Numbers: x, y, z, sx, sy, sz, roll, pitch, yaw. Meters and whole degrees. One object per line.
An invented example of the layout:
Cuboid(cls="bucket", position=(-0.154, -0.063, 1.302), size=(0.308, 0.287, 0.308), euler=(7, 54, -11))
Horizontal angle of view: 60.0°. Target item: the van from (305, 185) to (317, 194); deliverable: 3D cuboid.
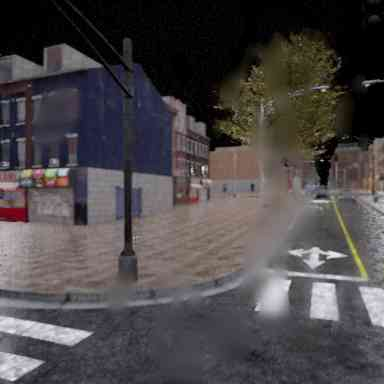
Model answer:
Cuboid(cls="van", position=(24.618, -0.535, 69.522), size=(1.690, 1.788, 3.998), euler=(1, 2, 22))

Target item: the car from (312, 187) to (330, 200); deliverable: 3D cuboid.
Cuboid(cls="car", position=(18.283, 0.373, 46.591), size=(1.895, 1.301, 4.718), euler=(0, 3, 22))

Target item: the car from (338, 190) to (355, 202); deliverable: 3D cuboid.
Cuboid(cls="car", position=(19.375, 0.502, 41.786), size=(2.033, 1.411, 5.357), euler=(0, 3, 22))
